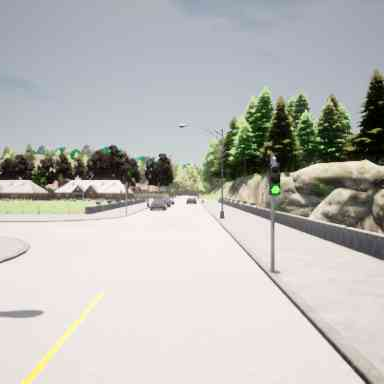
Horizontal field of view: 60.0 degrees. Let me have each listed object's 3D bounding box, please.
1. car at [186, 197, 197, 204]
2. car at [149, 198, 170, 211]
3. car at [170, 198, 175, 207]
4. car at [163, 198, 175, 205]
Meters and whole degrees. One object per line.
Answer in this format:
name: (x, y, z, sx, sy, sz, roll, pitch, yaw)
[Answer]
car: (-0.094, 1.702, 65.057, 1.994, 1.385, 4.181, 0, 0, 0)
car: (-4.227, 1.616, 42.524, 1.812, 1.442, 4.674, 0, 0, -1)
car: (-4.249, 1.658, 52.232, 2.033, 1.411, 5.357, 0, 0, -1)
car: (-4.245, 1.733, 62.044, 1.895, 1.301, 4.718, 0, 0, 0)
